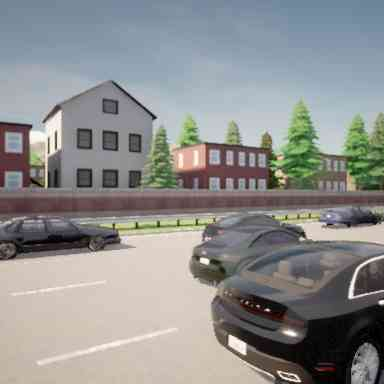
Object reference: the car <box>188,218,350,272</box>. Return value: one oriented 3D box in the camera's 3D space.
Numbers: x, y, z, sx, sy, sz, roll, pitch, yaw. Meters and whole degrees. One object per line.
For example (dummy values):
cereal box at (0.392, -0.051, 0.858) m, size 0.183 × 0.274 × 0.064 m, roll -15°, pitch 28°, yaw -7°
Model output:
car at (1.984, 1.590, 8.867) m, size 4.181 × 1.385 × 1.994 m, roll 0°, pitch 0°, yaw -32°

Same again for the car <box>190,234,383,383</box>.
car at (2.563, 1.520, 5.094) m, size 4.892 × 1.490 × 1.837 m, roll 1°, pitch -1°, yaw -32°

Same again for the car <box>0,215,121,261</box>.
car at (-5.462, 1.575, 12.444) m, size 5.357 × 1.411 × 2.033 m, roll 0°, pitch 0°, yaw -32°

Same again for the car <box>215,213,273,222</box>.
car at (2.535, 1.565, 13.354) m, size 4.674 × 1.442 × 1.812 m, roll 0°, pitch 0°, yaw -32°

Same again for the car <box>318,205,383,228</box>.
car at (10.958, 1.621, 22.809) m, size 5.357 × 1.411 × 2.033 m, roll 0°, pitch 0°, yaw -32°
